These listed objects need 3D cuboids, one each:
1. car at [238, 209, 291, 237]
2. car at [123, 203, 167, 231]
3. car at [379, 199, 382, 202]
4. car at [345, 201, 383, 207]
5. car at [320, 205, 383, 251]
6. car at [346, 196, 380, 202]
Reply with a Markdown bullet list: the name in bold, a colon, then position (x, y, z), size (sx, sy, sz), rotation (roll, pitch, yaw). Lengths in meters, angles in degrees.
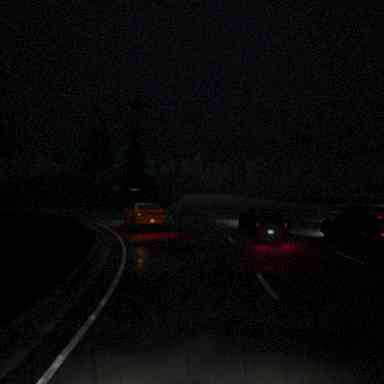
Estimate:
- **car**: position (3.604, 1.511, 17.408), size (1.895, 1.301, 4.718), rotation (0, 0, 0)
- **car**: position (-2.959, 1.374, 20.226), size (1.882, 1.535, 5.008), rotation (0, 0, -20)
- **car**: position (14.105, 1.372, 20.569), size (1.882, 1.535, 5.008), rotation (0, 0, 0)
- **car**: position (10.604, 1.464, 19.496), size (1.994, 1.385, 4.181), rotation (0, 0, 0)
- **car**: position (7.103, 1.477, 13.651), size (2.033, 1.411, 5.357), rotation (0, 0, 0)
- **car**: position (24.190, 1.285, 46.965), size (4.674, 1.442, 1.812), rotation (0, 1, 42)
